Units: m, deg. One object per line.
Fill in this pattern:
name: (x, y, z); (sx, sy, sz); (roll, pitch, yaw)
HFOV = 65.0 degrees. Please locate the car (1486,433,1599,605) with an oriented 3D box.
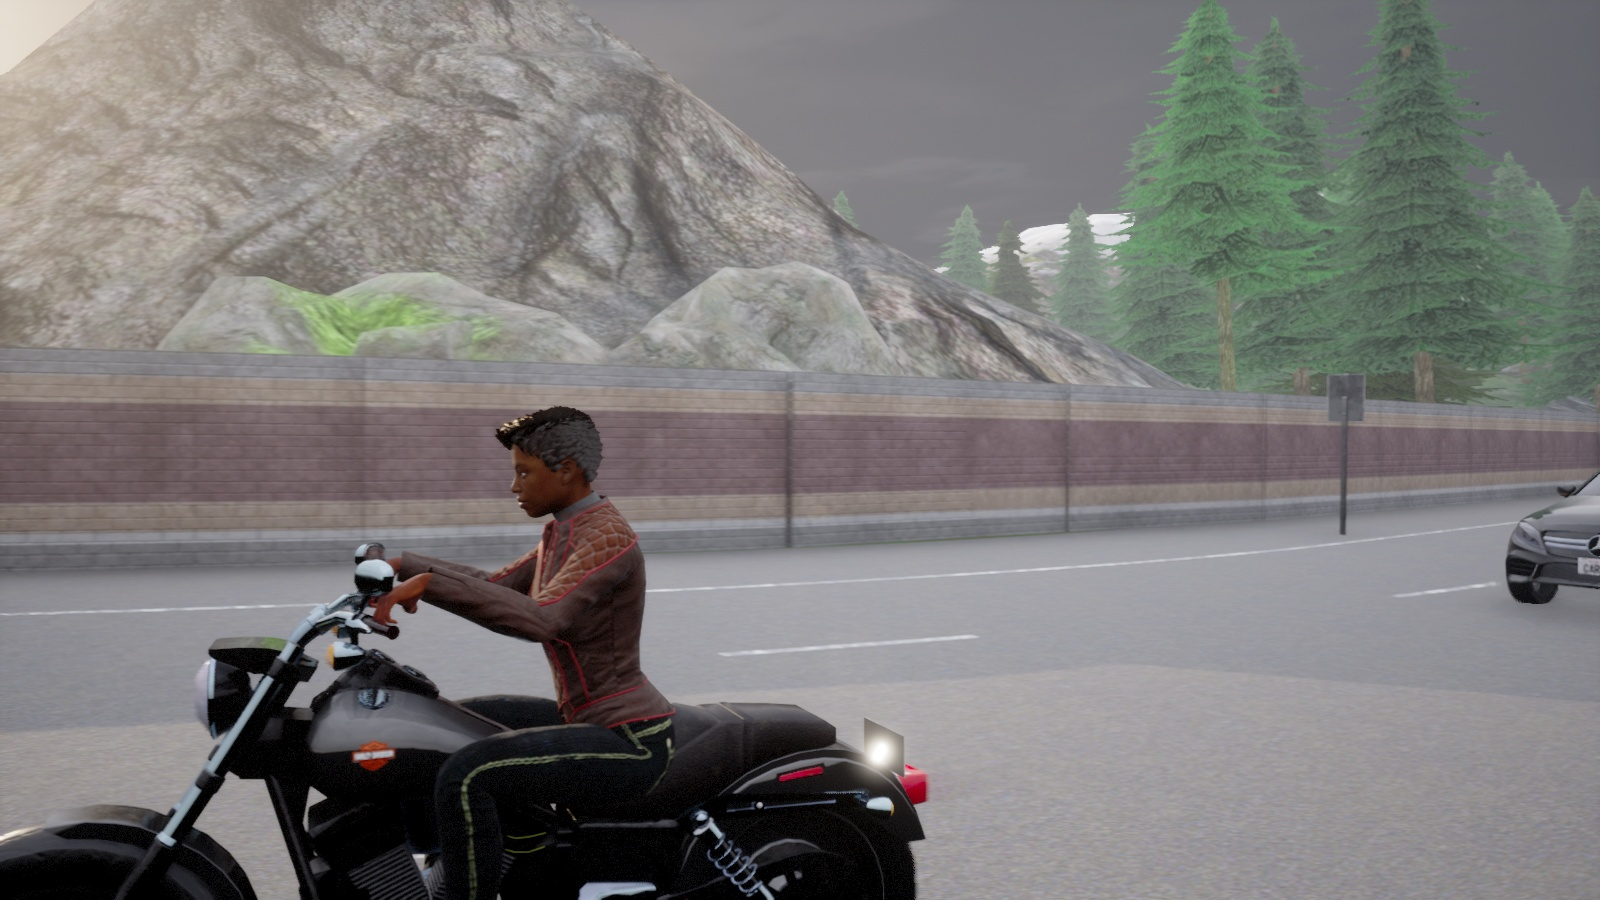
car: (8.628, 0.555, 12.171); (4.674, 1.442, 1.812); (-1, 1, -39)

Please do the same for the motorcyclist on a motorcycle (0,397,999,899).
motorcyclist on a motorcycle: (-0.766, 0.719, 2.924); (2.350, 1.649, 0.766); (-1, 0, -21)
